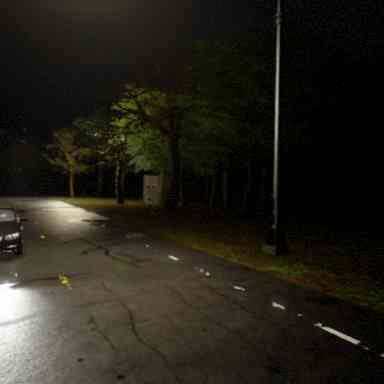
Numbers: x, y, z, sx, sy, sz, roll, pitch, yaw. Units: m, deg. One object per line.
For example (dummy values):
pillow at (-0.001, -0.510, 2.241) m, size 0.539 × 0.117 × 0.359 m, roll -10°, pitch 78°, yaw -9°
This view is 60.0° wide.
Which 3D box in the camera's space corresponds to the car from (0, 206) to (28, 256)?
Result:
car at (-6.980, 1.273, 11.725) m, size 2.128 × 1.511 × 4.902 m, roll 1°, pitch 1°, yaw -27°
